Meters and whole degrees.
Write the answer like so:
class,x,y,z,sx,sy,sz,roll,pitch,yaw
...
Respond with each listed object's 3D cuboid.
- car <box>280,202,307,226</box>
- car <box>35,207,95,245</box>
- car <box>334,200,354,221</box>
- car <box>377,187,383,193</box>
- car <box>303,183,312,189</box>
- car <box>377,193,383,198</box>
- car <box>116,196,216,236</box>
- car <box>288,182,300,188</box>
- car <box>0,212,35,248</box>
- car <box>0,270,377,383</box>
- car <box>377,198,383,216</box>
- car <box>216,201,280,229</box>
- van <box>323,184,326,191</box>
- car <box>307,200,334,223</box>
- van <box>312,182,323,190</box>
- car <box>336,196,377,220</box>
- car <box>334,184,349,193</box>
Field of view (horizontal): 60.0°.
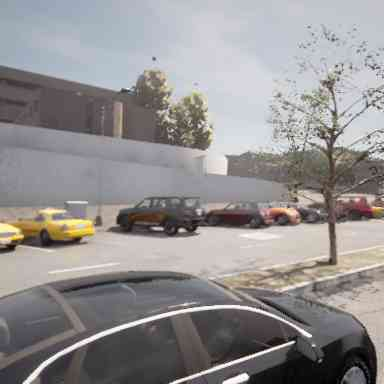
class,x,y,z,sx,sy,sz,roll,pitch,yaw
car,5.521,1.428,24.185,4.553,1.767,2.185,-1,-1,35
car,-6.830,1.496,15.560,5.366,1.575,1.946,-1,-1,35
car,10.408,1.620,27.655,4.792,1.488,2.163,-1,-1,35
car,40.888,-0.046,70.700,2.435,2.045,5.566,7,3,35
car,30.625,-1.430,85.658,1.946,1.575,5.366,7,3,35
car,20.210,1.427,34.611,5.566,2.045,2.435,-1,-1,35
car,-1.816,1.260,18.952,5.566,2.045,2.435,-1,-1,35
car,27.055,-1.936,90.444,2.002,1.452,4.674,7,3,35
car,-8.963,1.487,13.615,5.366,1.575,1.946,-1,-1,35
car,-0.242,1.506,2.959,4.892,1.490,1.837,0,0,-35
car,15.174,1.633,31.226,5.366,1.575,1.946,-1,-1,35
car,3.126,1.410,22.402,4.553,1.767,2.185,-1,-1,35
van,33.926,-1.111,80.454,1.878,1.987,4.442,7,3,35
car,7.988,1.573,25.909,4.892,1.521,2.231,-1,-1,35
van,32.199,-1.384,82.926,1.878,1.987,4.442,7,3,35
car,12.855,1.361,29.400,5.566,2.045,2.435,-1,-1,35
car,35.682,-0.612,78.089,2.231,1.521,4.892,7,3,35
